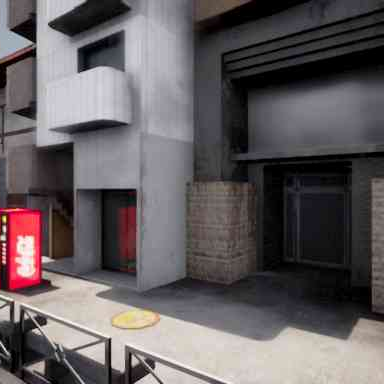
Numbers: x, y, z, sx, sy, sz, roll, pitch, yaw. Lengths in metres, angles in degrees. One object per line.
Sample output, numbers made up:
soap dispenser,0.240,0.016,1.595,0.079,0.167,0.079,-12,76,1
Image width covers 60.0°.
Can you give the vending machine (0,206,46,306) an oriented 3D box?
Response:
vending machine,-4.215,1.412,7.859,0.880,2.100,1.100,0,0,36
